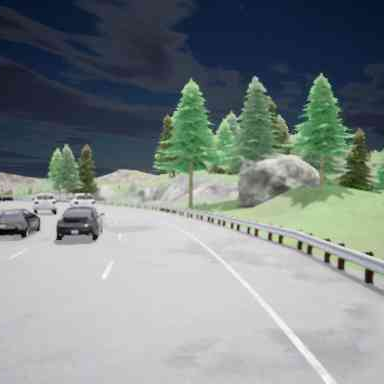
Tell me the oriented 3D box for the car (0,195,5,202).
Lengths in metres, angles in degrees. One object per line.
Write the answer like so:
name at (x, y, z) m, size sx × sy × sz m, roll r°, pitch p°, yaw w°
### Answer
car at (-13.589, 1.233, 20.312) m, size 2.150 × 2.045 × 5.566 m, roll 0°, pitch 0°, yaw -15°

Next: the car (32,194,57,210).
car at (-15.631, 1.212, 35.210) m, size 2.150 × 2.045 × 5.566 m, roll 0°, pitch 0°, yaw -26°

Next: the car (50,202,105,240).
car at (-5.614, 1.493, 16.955) m, size 1.837 × 1.490 × 4.892 m, roll 0°, pitch 0°, yaw -11°

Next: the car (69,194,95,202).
car at (-11.422, 1.197, 34.494) m, size 2.150 × 2.045 × 5.566 m, roll 0°, pitch 0°, yaw -24°

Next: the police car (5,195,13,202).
police car at (-43.939, 1.439, 78.139) m, size 5.238 × 1.638 × 1.930 m, roll 0°, pitch 0°, yaw 38°

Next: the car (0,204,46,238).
car at (-9.356, 1.565, 17.562) m, size 1.994 × 1.385 × 4.181 m, roll 0°, pitch 0°, yaw -13°
